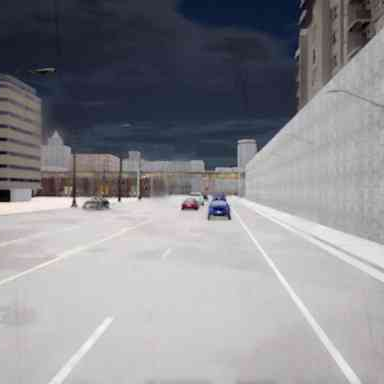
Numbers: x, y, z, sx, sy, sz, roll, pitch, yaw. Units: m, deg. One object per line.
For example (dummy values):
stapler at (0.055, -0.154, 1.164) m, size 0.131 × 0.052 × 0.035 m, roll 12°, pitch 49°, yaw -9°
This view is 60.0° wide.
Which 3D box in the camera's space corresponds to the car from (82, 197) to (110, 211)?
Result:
car at (-11.055, 1.357, 38.566) m, size 2.128 × 1.511 × 4.902 m, roll 0°, pitch 0°, yaw 5°

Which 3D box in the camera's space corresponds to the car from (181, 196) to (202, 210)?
car at (-0.178, 1.486, 40.638) m, size 1.994 × 1.385 × 4.181 m, roll 0°, pitch 0°, yaw 5°

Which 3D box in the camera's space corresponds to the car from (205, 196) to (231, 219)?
car at (2.360, 1.436, 28.935) m, size 1.882 × 1.535 × 5.008 m, roll 0°, pitch 0°, yaw 5°

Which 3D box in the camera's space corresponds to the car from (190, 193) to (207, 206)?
car at (0.693, 1.127, 52.239) m, size 2.150 × 2.045 × 5.566 m, roll 0°, pitch 0°, yaw 5°

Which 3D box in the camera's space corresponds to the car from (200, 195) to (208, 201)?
car at (2.844, 1.369, 78.020) m, size 1.837 × 1.490 × 4.892 m, roll 0°, pitch 0°, yaw 5°

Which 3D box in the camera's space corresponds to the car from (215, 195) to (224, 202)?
car at (6.320, 1.429, 77.597) m, size 2.033 × 1.411 × 5.357 m, roll 0°, pitch 0°, yaw 5°

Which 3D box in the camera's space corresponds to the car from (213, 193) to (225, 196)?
car at (4.241, 1.147, 51.683) m, size 2.150 × 2.045 × 5.566 m, roll 0°, pitch 0°, yaw 5°
